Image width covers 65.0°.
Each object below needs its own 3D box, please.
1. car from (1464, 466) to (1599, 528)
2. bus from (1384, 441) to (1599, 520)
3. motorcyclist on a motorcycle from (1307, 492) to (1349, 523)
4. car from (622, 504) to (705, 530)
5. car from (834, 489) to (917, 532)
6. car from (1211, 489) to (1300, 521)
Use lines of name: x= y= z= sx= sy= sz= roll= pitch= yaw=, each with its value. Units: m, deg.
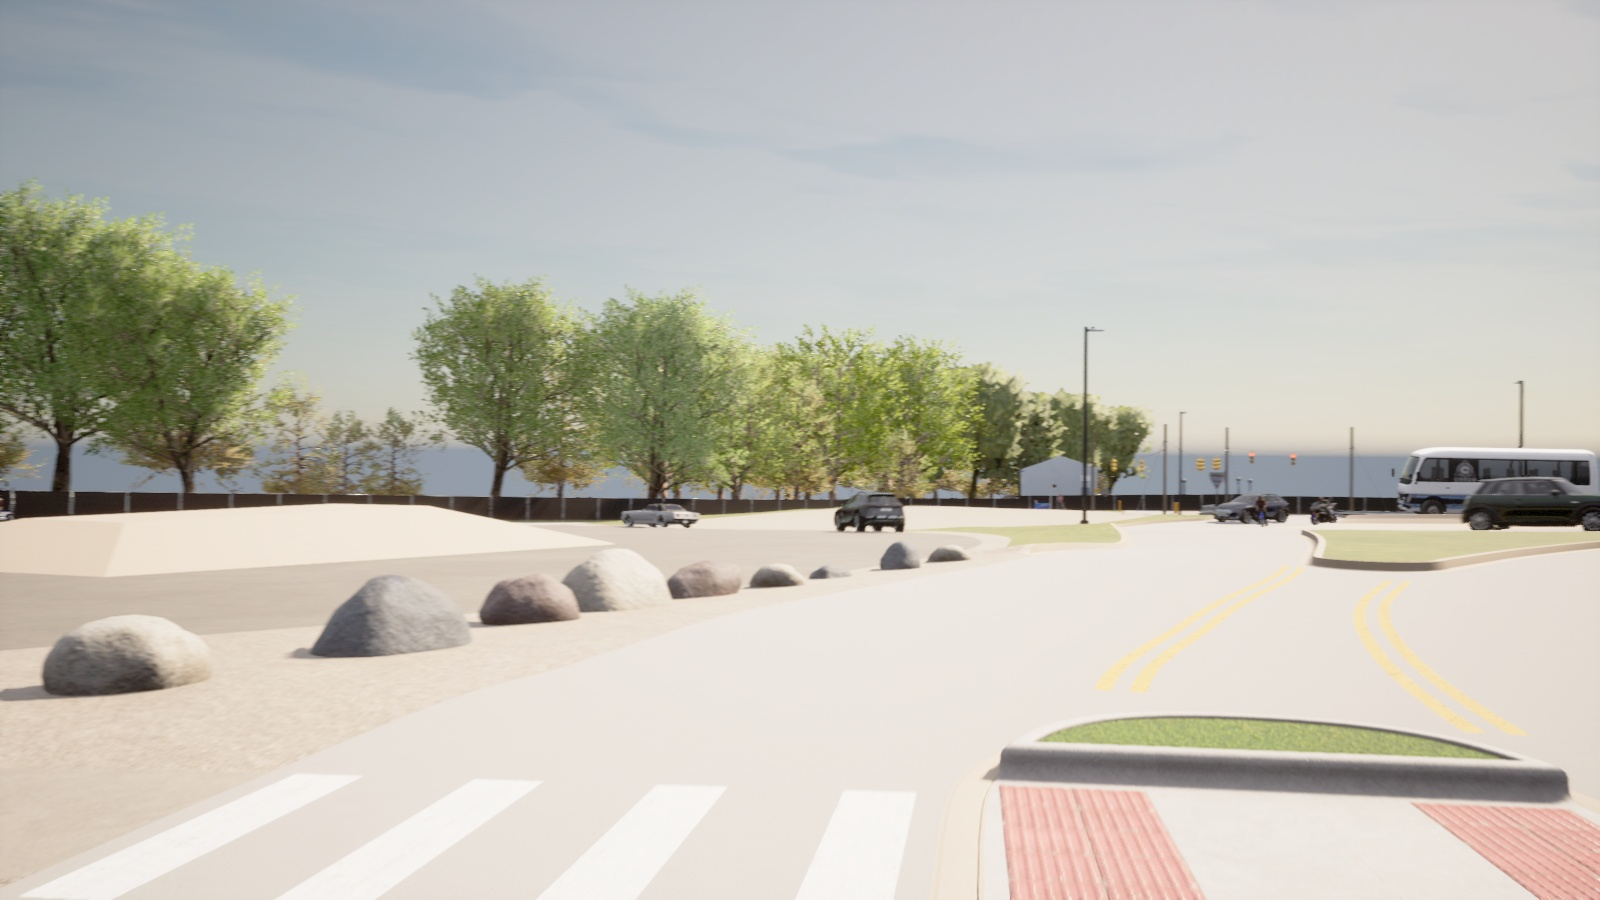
car: x=22.881 y=1.407 z=37.854 sx=2.097 sy=1.767 sz=4.553 roll=0 pitch=-3 yaw=-45
bus: x=40.189 y=1.679 z=73.476 sx=10.273 sy=4.253 sz=3.944 roll=1 pitch=2 yaw=15
motorcyclist on a motorcycle: x=27.558 y=3.000 z=65.547 sx=2.191 sy=1.530 sz=0.866 roll=0 pitch=-4 yaw=-33
car: x=-7.458 y=3.642 z=68.374 sx=4.718 sy=1.301 sz=1.895 roll=-3 pitch=-5 yaw=44
car: x=2.991 y=2.490 z=51.160 sx=2.033 sy=1.649 sz=4.856 roll=1 pitch=-3 yaw=-14
car: x=25.297 y=3.019 z=69.660 sx=4.856 sy=1.649 sz=2.033 roll=0 pitch=0 yaw=-31
